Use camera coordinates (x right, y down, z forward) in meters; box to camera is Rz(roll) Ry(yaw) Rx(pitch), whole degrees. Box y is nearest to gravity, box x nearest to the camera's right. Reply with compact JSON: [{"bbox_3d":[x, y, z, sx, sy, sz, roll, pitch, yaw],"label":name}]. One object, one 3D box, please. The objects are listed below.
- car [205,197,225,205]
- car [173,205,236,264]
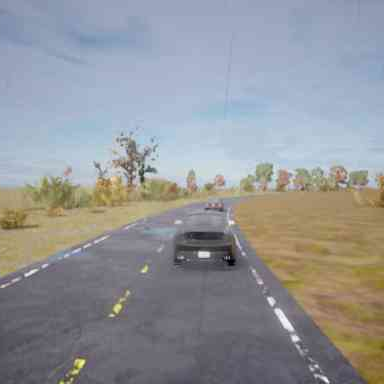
[{"bbox_3d":[2.320,1.252,34.018,2.033,1.411,5.357,0,1,7],"label":"car"},{"bbox_3d":[0.430,1.408,11.375,1.837,1.490,4.892,0,1,2],"label":"car"}]
